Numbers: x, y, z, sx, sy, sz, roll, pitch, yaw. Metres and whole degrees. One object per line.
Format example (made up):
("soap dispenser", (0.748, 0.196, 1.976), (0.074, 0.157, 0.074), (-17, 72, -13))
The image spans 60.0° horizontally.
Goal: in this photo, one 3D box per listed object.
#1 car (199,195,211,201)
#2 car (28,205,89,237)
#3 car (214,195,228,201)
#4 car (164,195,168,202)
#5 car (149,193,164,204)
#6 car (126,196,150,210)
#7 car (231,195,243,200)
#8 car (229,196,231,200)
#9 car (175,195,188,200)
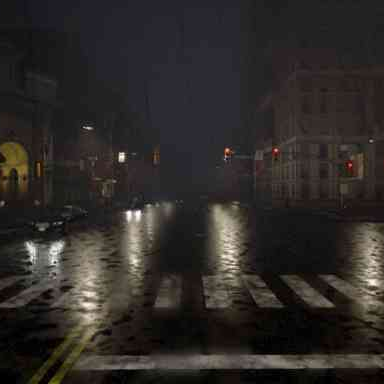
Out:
("car", (3.301, 1.524, 85.379), (1.812, 1.442, 4.674), (0, 0, 22))
("car", (-7.093, 1.491, 18.179), (2.128, 1.511, 4.902), (0, 0, 0))
("car", (7.102, 1.525, 85.356), (2.128, 1.511, 4.902), (0, 0, 25))
("car", (-6.631, 1.500, 74.611), (1.837, 1.490, 4.892), (0, 0, 7))
("car", (-7.031, 1.217, 62.570), (2.150, 2.045, 5.566), (0, 1, 1))
("car", (-7.082, 1.493, 42.174), (2.128, 1.511, 4.902), (0, 0, 0))
("car", (12.471, 1.500, 94.149), (1.837, 1.490, 4.892), (0, 0, 41))
("car", (8.250, 1.466, 94.369), (1.882, 1.535, 5.008), (0, 0, 38))
("car", (-2.752, 1.466, 89.034), (1.882, 1.535, 5.008), (0, 0, 22))
